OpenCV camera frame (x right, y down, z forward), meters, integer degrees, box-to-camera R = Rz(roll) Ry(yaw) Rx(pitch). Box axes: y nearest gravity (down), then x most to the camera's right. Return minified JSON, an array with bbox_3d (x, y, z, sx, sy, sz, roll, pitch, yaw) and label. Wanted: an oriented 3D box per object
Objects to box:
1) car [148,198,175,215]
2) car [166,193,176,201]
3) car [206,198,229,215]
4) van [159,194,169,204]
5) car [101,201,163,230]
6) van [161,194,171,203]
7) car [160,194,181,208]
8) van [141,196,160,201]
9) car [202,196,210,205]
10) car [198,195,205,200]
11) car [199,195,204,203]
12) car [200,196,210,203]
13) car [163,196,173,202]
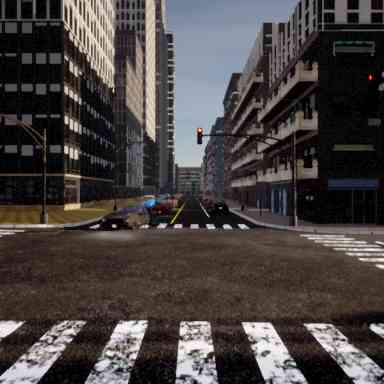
[{"bbox_3d":[-3.066,1.602,33.925,1.895,1.301,4.718,0,0,0],"label":"car"},{"bbox_3d":[-5.609,1.334,89.012,2.192,1.841,5.009,0,0,0],"label":"car"},{"bbox_3d":[2.720,1.567,33.802,1.947,1.339,4.313,0,0,0],"label":"car"},{"bbox_3d":[-5.631,1.351,66.394,1.690,1.788,3.998,0,0,0],"label":"van"},{"bbox_3d":[-3.799,1.533,21.174,2.033,1.411,5.357,0,0,12],"label":"car"},{"bbox_3d":[-5.625,1.353,72.048,1.690,1.788,3.998,0,0,0],"label":"van"},{"bbox_3d":[-3.049,1.357,47.167,2.097,1.767,4.553,0,0,0],"label":"car"},{"bbox_3d":[-5.652,1.345,43.777,1.690,1.788,3.998,0,0,0],"label":"van"},{"bbox_3d":[2.729,1.548,43.769,1.887,1.381,4.507,0,0,0],"label":"car"},{"bbox_3d":[2.777,1.588,94.658,1.947,1.339,4.313,0,0,0],"label":"car"},{"bbox_3d":[2.745,1.559,60.732,2.008,1.369,4.403,0,0,0],"label":"car"},{"bbox_3d":[2.756,1.557,72.040,1.887,1.381,4.507,0,0,0],"label":"car"},{"bbox_3d":[-5.619,1.565,77.702,2.008,1.369,4.403,0,0,0],"label":"car"}]
